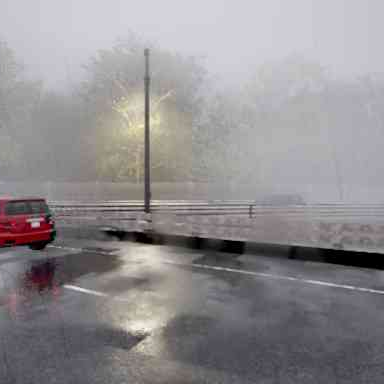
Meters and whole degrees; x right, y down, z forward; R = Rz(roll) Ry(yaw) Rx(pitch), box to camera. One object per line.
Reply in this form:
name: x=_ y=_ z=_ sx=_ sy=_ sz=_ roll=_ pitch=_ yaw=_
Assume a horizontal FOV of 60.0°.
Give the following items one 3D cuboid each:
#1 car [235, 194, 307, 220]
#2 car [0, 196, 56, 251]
car: x=6.168 y=1.202 z=25.996 sx=5.566 sy=2.045 sz=2.150 roll=-2 pitch=1 yaw=-12
car: x=-7.579 y=1.181 z=12.424 sx=5.566 sy=2.045 sz=2.150 roll=0 pitch=0 yaw=29
